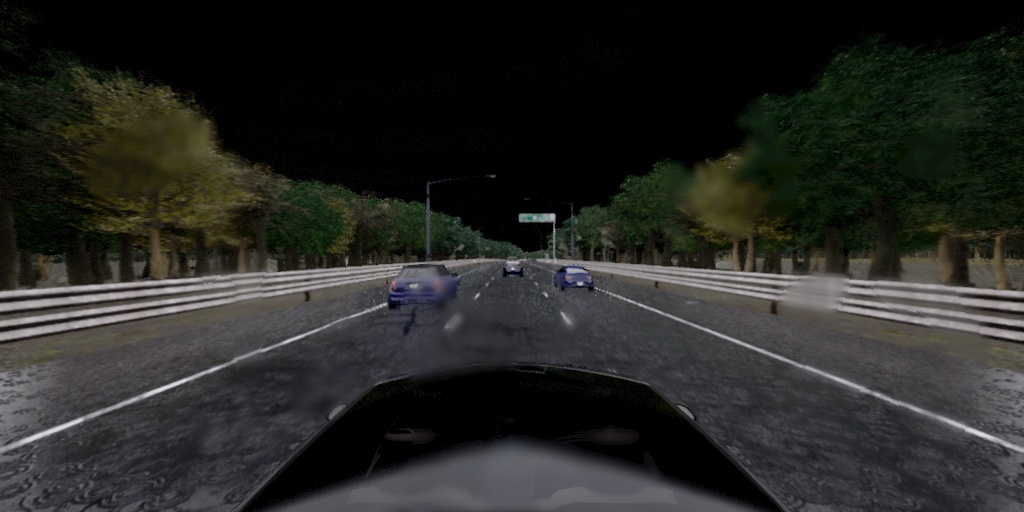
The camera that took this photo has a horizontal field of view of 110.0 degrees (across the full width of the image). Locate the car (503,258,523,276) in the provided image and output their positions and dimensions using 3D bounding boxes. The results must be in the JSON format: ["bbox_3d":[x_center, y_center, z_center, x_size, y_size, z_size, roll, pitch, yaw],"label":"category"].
[{"bbox_3d":[0.109,1.281,37.042,2.163,1.488,4.792,0,0,0],"label":"car"}]

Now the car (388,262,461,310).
[{"bbox_3d":[-3.399,1.106,14.723,2.097,1.767,4.553,0,0,0],"label":"car"}]

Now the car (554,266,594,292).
[{"bbox_3d":[3.604,1.285,21.242,1.812,1.442,4.674,0,0,0],"label":"car"}]
